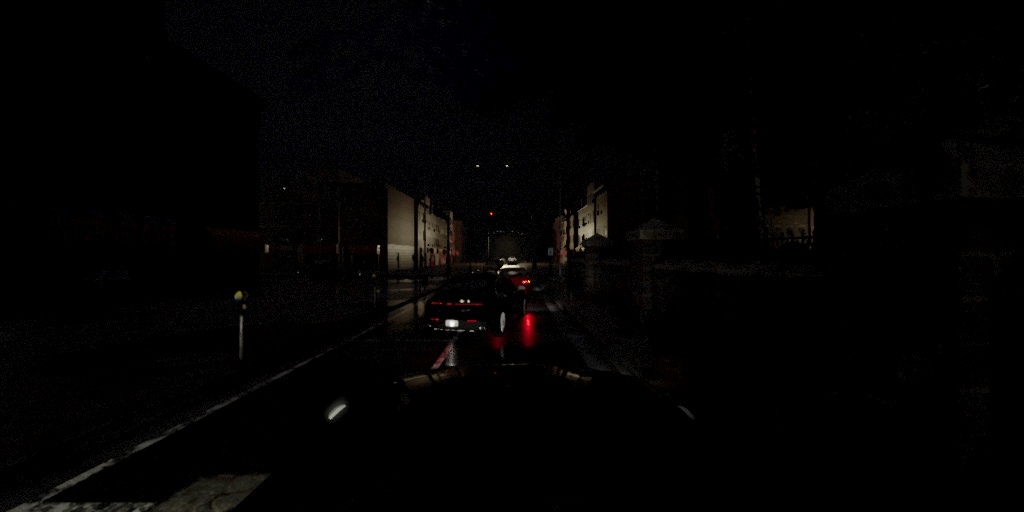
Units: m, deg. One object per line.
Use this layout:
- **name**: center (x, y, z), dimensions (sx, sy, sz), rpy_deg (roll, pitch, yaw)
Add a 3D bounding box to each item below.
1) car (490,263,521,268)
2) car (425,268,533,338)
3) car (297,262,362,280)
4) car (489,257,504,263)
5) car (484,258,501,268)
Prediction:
- **car**: center (0.066, 1.273, 17.821), dimensions (1.812, 1.442, 4.674), rpy_deg (0, 0, 1)
- **car**: center (-0.799, 1.253, 10.354), dimensions (1.837, 1.490, 4.892), rpy_deg (0, 0, 13)
- **car**: center (-14.965, 1.257, 29.493), dimensions (4.902, 1.511, 2.128), rpy_deg (0, 0, 0)
- **car**: center (-2.586, 1.064, 49.625), dimensions (2.192, 1.841, 5.009), rpy_deg (0, 0, 0)
- **car**: center (-2.592, 1.274, 44.003), dimensions (1.751, 1.417, 4.829), rpy_deg (0, 0, 0)
